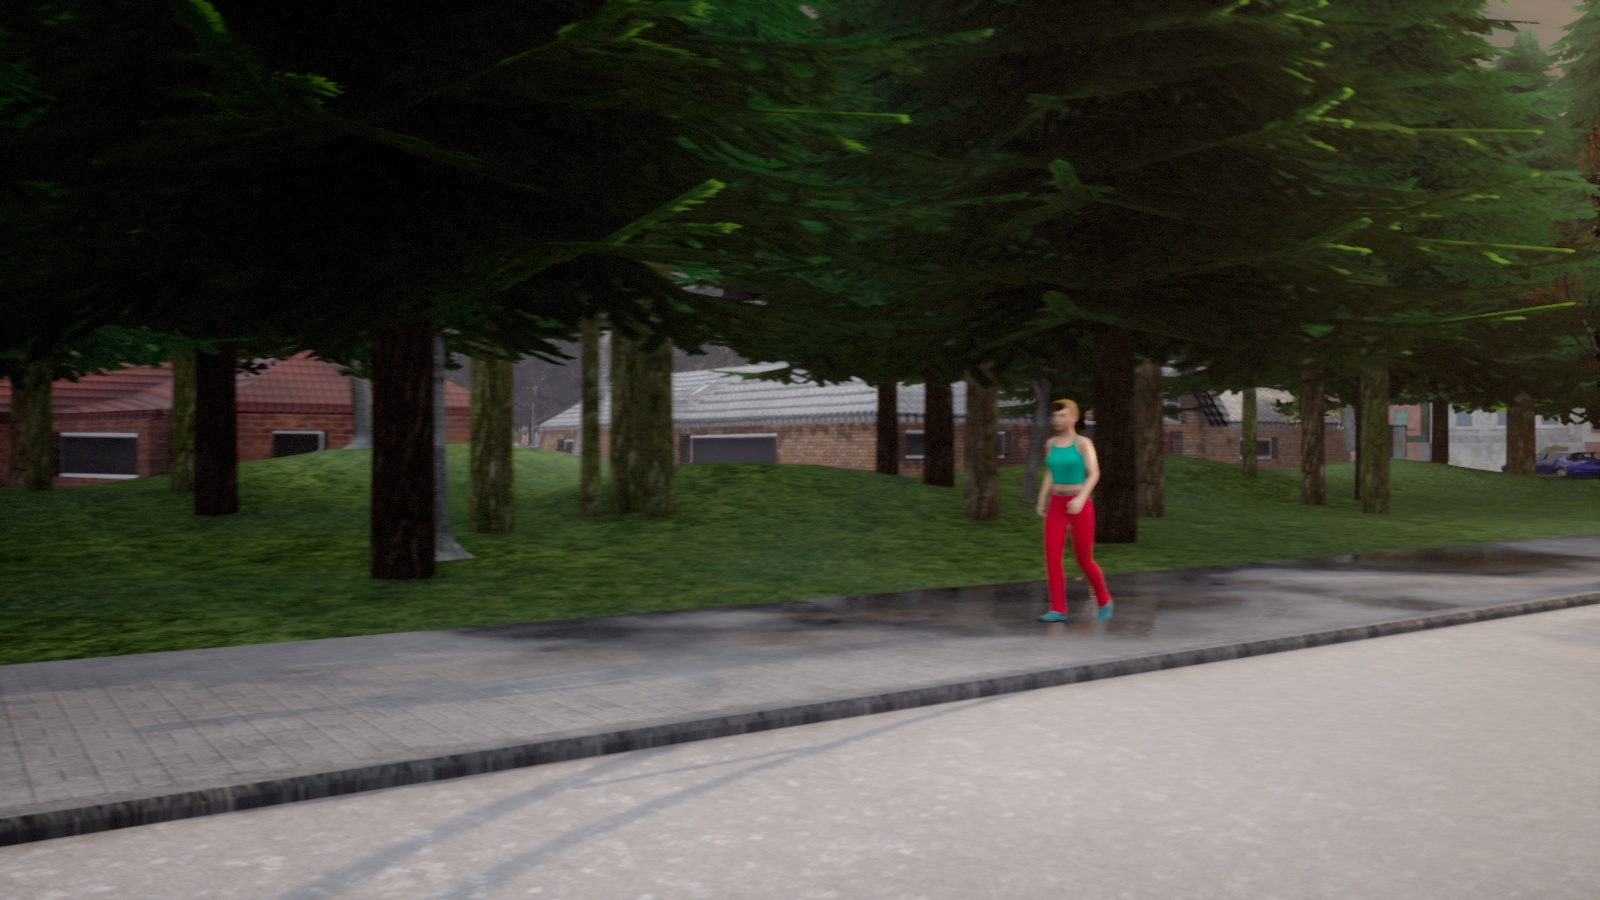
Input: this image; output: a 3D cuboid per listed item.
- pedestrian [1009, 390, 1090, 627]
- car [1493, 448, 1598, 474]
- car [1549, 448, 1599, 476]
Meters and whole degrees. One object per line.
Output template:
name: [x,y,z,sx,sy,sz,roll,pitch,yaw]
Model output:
pedestrian: [2.002,0.455,10.065,0.594,1.836,0.345,0,0,-43]
car: [43.188,0.613,72.860,2.163,1.488,4.792,0,0,-35]
car: [42.505,0.625,66.827,1.816,1.474,4.193,0,0,-35]
